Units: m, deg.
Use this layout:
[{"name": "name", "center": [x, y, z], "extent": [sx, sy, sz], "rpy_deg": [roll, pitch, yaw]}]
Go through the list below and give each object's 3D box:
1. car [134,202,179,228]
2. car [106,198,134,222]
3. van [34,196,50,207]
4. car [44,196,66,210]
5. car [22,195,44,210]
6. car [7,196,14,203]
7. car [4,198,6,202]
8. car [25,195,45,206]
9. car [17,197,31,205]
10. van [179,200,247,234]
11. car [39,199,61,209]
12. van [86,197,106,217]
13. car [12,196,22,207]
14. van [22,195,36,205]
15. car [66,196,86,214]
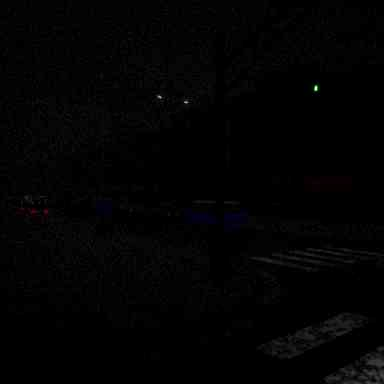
[{"name": "car", "center": [-1.988, 1.488, 23.013], "extent": [1.967, 1.590, 4.097], "rpy_deg": [0, 0, -36]}, {"name": "car", "center": [-5.195, 1.504, 27.451], "extent": [1.967, 1.590, 4.097], "rpy_deg": [0, 0, -36]}, {"name": "van", "center": [-24.441, 1.510, 54.076], "extent": [1.690, 1.788, 3.998], "rpy_deg": [0, 0, -36]}, {"name": "car", "center": [-18.026, 1.448, 45.201], "extent": [2.192, 1.841, 5.009], "rpy_deg": [0, 0, -36]}, {"name": "car", "center": [-21.246, 1.490, 45.325], "extent": [2.097, 1.767, 4.553], "rpy_deg": [0, 0, -36]}, {"name": "car", "center": [-40.478, 1.698, 76.264], "extent": [1.967, 1.590, 4.097], "rpy_deg": [0, 0, -36]}, {"name": "car", "center": [-43.785, 1.801, 80.839], "extent": [1.752, 1.417, 4.829], "rpy_deg": [0, 0, -36]}, {"name": "car", "center": [-27.648, 1.502, 58.513], "extent": [2.192, 1.841, 5.009], "rpy_deg": [0, 0, -36]}, {"name": "car", "center": [-34.162, 1.748, 67.526], "extent": [1.752, 1.417, 4.829], "rpy_deg": [0, 0, -36]}, {"name": "van", "center": [1.219, 1.373, 18.576], "extent": [1.690, 1.788, 3.998], "rpy_deg": [0, 0, -36]}, {"name": "car", "center": [-21.233, 1.702, 49.638], "extent": [2.008, 1.369, 4.403], "rpy_deg": [0, 0, -36]}, {"name": "van", "center": [-8.403, 1.421, 31.888], "extent": [1.690, 1.788, 3.998], "rpy_deg": [0, 0, -36]}, {"name": "car", "center": [-27.104, 1.771, 53.425], "extent": [1.895, 1.301, 4.718], "rpy_deg": [0, 0, -36]}, {"name": "van", "center": [-30.856, 1.546, 62.951], "extent": [1.690, 1.788, 3.998], "rpy_deg": [0, 0, -36]}, {"name": "car", "center": [-11.611, 1.413, 36.323], "extent": [2.192, 1.841, 5.009], "rpy_deg": [0, 0, -36]}]
